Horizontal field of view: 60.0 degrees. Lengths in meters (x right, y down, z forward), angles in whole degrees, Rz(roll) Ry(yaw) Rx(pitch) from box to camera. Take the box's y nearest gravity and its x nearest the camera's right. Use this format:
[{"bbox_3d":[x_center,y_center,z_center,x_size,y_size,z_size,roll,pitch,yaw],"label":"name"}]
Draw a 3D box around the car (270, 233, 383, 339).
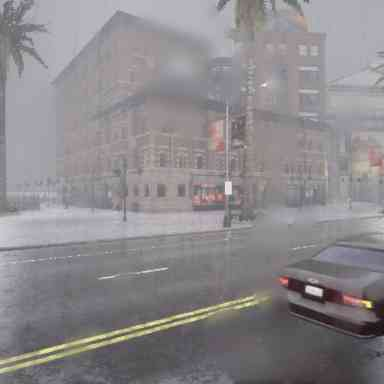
[{"bbox_3d":[3.888,1.547,6.478,5.357,1.411,2.033,0,0,-35],"label":"car"}]
